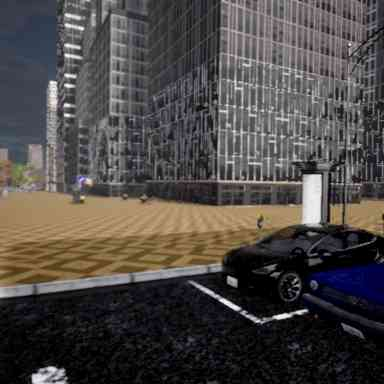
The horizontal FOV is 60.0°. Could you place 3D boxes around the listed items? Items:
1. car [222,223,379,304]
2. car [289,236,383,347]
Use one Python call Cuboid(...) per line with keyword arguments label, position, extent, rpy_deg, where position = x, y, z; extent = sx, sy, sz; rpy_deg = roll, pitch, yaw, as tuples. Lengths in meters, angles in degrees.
Cuboid(label="car", position=(2.753, 1.422, 7.623), extent=(4.313, 1.339, 1.947), rpy_deg=(0, 2, -27))
Cuboid(label="car", position=(4.088, 1.529, 5.399), extent=(4.718, 1.301, 1.895), rpy_deg=(0, 1, -27))
